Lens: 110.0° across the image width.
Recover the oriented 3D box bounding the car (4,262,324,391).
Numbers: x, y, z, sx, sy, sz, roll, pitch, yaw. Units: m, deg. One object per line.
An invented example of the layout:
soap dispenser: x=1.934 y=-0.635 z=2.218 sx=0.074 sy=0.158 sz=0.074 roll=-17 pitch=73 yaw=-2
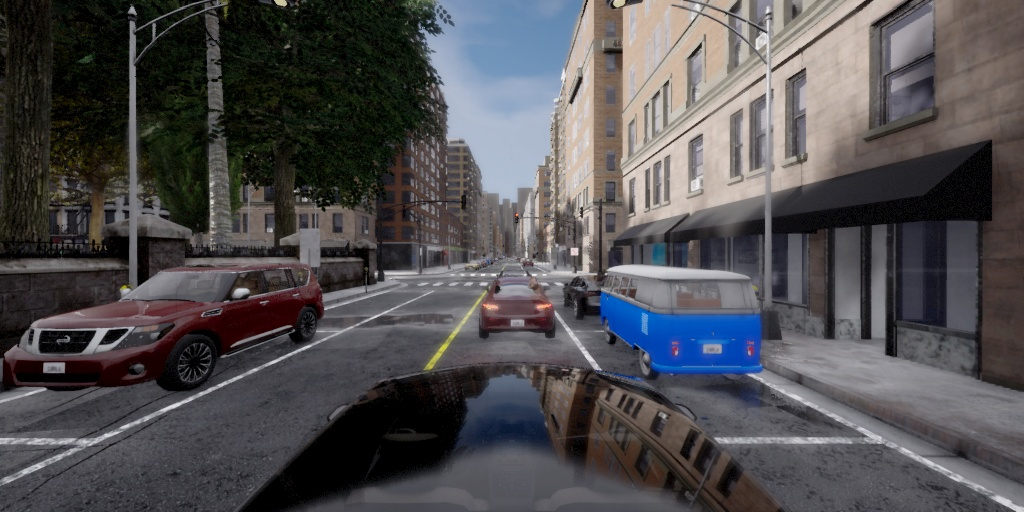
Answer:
car: x=-5.656 y=1.064 z=6.948 sx=2.192 sy=1.841 sz=5.009 roll=0 pitch=0 yaw=0

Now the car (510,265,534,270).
car: x=0.116 y=1.345 z=18.831 sx=1.895 sy=1.301 sz=4.718 roll=0 pitch=0 yaw=-1

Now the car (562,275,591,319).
car: x=2.883 y=1.313 z=12.628 sx=1.948 sy=1.339 sz=4.313 roll=0 pitch=0 yaw=0

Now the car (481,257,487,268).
car: x=-5.538 y=1.272 z=56.087 sx=2.007 sy=1.370 sz=4.403 roll=0 pitch=0 yaw=0

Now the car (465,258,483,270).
car: x=-5.552 y=1.248 z=50.467 sx=1.751 sy=1.417 sz=4.829 roll=0 pitch=0 yaw=0

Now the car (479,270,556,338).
car: x=0.125 y=1.274 z=10.009 sx=1.812 sy=1.442 sz=4.674 roll=0 pitch=0 yaw=0

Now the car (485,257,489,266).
car: x=-5.525 y=1.265 z=61.538 sx=1.888 sy=1.381 sz=4.507 roll=0 pitch=0 yaw=0

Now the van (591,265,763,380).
van: x=2.869 y=1.090 z=6.968 sx=1.690 sy=1.789 sz=3.998 roll=0 pitch=0 yaw=0
